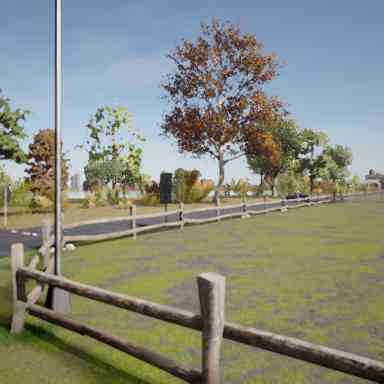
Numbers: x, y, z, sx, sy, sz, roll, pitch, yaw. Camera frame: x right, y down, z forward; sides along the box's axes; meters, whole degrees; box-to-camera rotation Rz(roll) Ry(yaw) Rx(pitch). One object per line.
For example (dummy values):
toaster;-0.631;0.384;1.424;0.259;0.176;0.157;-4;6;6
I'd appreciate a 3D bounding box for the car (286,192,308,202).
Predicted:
car;15.452;0.720;49.019;1.895;1.301;4.718;0;1;37
